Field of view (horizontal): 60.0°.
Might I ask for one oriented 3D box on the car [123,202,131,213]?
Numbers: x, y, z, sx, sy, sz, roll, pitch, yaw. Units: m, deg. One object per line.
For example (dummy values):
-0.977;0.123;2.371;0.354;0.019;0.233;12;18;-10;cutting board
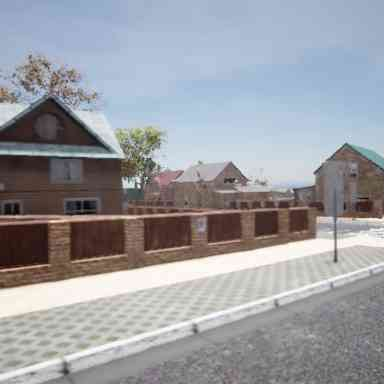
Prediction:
-10.623;2.403;51.743;2.097;1.767;4.553;-2;0;-32;car
